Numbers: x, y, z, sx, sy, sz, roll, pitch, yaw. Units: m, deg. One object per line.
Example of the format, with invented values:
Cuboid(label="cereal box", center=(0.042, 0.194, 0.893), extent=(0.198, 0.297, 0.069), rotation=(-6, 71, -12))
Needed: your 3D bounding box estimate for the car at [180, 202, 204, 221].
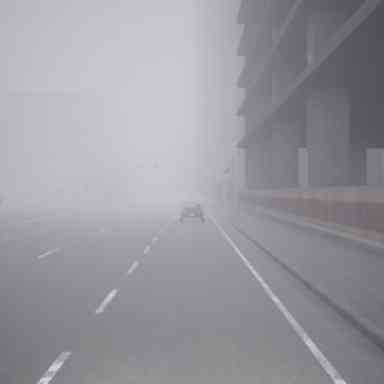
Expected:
Cuboid(label="car", center=(0.000, 1.519, 26.647), extent=(1.812, 1.442, 4.674), rotation=(0, 0, 0))
